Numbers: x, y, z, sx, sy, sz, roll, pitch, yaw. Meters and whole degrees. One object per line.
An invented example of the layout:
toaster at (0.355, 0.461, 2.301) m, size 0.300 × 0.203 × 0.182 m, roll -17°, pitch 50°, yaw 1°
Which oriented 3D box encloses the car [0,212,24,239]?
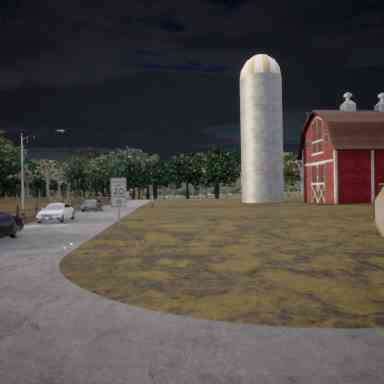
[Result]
car at (-9.428, 1.596, 15.031) m, size 2.033 × 1.411 × 5.357 m, roll -1°, pitch 0°, yaw -7°

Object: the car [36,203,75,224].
car at (-10.457, 1.578, 25.796) m, size 1.812 × 1.442 × 4.674 m, roll -1°, pitch 0°, yaw -5°

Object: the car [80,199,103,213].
car at (-11.639, 1.586, 38.756) m, size 1.837 × 1.490 × 4.892 m, roll -1°, pitch 0°, yaw -5°
